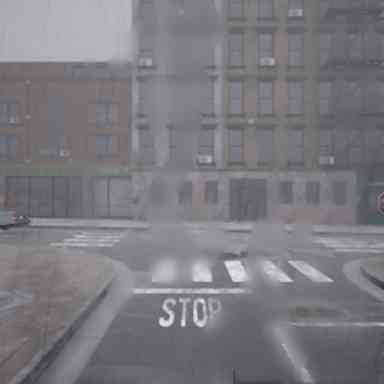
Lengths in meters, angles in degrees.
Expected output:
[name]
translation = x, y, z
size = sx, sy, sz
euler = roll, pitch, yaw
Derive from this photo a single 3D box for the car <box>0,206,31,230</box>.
[car]
translation = -11.134, 1.295, 16.846
size = 5.357, 1.411, 2.033
euler = 1, 0, 0
